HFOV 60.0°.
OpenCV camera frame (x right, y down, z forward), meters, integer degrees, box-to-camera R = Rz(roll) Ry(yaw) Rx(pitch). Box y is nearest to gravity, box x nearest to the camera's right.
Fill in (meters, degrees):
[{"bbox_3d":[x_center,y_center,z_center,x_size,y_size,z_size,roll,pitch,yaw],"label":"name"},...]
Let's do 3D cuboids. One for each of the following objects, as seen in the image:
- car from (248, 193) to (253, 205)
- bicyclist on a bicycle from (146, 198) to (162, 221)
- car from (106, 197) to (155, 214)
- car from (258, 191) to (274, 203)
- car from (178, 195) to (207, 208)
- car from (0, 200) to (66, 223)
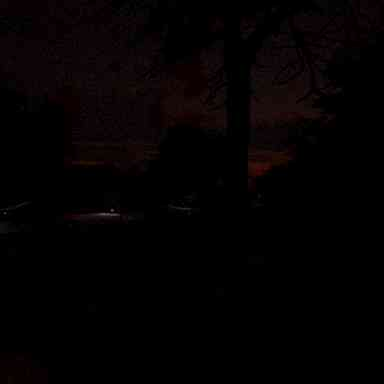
[{"bbox_3d":[6.621,0.826,45.399,2.150,2.045,5.566,1,1,29],"label":"car"},{"bbox_3d":[-2.791,1.285,24.299,1.656,1.620,0.582,0,0,36],"label":"bicyclist on a bicycle"},{"bbox_3d":[-5.543,1.213,31.573,2.033,1.411,5.357,2,2,35],"label":"car"},{"bbox_3d":[13.143,0.943,58.881,2.150,2.045,5.566,1,0,22],"label":"car"},{"bbox_3d":[0.178,1.078,40.570,1.812,1.442,4.674,1,1,31],"label":"car"},{"bbox_3d":[-11.324,1.315,23.615,1.812,1.442,4.674,2,2,37],"label":"car"}]
